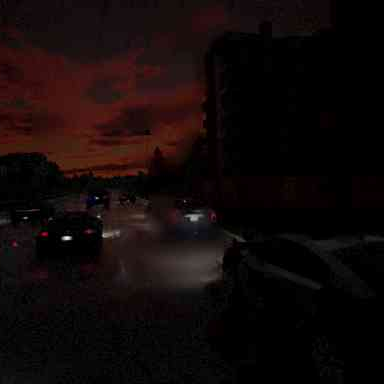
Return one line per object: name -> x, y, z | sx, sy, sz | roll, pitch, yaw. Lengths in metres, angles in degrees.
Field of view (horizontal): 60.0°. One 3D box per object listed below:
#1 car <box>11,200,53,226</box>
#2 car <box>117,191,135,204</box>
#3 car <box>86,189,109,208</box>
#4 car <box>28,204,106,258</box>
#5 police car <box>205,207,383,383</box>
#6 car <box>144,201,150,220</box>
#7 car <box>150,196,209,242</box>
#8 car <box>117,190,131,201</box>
car -> -10.287, 1.267, 21.736 | 2.128, 1.511, 4.902 | -2, 1, -14
car -> -8.448, 0.737, 43.433 | 1.837, 1.490, 4.892 | -2, 2, -13
car -> -10.080, 0.674, 35.630 | 2.150, 2.045, 5.566 | -2, 1, -14
car -> -4.402, 1.390, 12.363 | 1.994, 1.385, 4.181 | -2, 1, -14
police car -> 1.926, 1.241, 5.163 | 1.930, 1.638, 5.238 | -2, 1, -14
car -> -1.833, 1.046, 20.601 | 1.882, 1.535, 5.008 | -2, 1, -14
car -> -0.411, 1.013, 14.740 | 2.097, 1.767, 4.553 | -2, 1, -14
car -> -11.381, 0.531, 55.362 | 2.128, 1.511, 4.902 | -2, 1, -14
